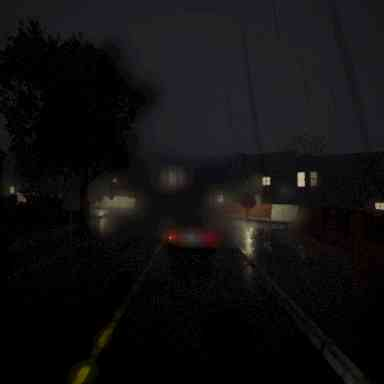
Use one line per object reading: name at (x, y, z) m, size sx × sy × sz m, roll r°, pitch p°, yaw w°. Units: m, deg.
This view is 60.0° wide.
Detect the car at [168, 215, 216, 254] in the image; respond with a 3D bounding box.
car at (-0.004, 1.681, 14.015) m, size 2.033 × 1.411 × 5.357 m, roll 0°, pitch -1°, yaw 0°

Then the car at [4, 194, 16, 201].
car at (-29.970, 0.936, 52.401) m, size 5.357 × 1.411 × 2.033 m, roll 2°, pitch -1°, yaw 32°

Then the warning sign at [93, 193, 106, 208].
warning sign at (-12.321, 1.104, 44.263) m, size 1.060 × 1.860 × 1.300 m, roll -1°, pitch 0°, yaw 32°
